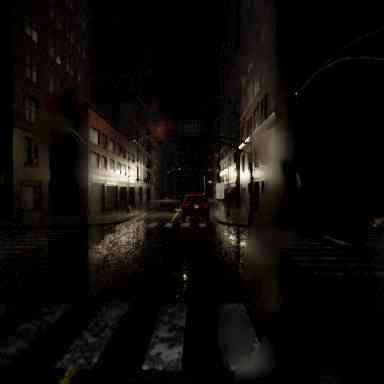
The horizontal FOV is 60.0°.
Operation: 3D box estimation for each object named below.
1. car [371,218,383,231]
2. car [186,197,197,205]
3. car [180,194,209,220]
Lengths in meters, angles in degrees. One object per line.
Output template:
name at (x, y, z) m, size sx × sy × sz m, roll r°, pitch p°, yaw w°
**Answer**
car at (12.382, 1.517, 18.082) m, size 4.829 × 1.417 × 1.752 m, roll 0°, pitch 0°, yaw 0°
car at (-0.038, 1.574, 60.972) m, size 1.895 × 1.301 × 4.718 m, roll 0°, pitch 0°, yaw 0°
car at (0.214, 1.219, 28.119) m, size 2.150 × 2.045 × 5.566 m, roll 0°, pitch 0°, yaw -3°
